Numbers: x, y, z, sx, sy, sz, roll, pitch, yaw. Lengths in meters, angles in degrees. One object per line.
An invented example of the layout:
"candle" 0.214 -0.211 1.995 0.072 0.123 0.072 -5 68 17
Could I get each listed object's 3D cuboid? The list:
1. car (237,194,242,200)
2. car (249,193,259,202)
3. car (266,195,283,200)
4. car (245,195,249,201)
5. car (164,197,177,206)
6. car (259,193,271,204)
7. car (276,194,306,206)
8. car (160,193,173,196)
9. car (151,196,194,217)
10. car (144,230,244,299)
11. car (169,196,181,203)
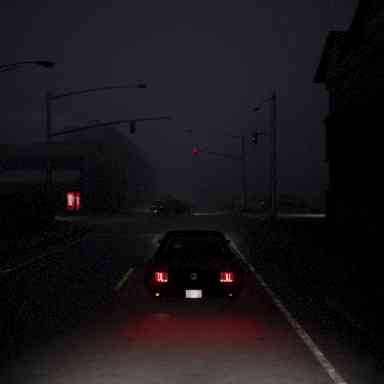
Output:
"car" 13.894 1.389 89.062 3.633 1.501 1.845 0 0 0
"car" 14.170 1.092 67.572 3.866 1.878 1.905 0 0 0
"car" 21.315 1.399 86.081 3.806 1.475 1.970 0 0 0
"car" 13.758 1.113 70.478 4.605 1.855 1.932 0 0 0
"car" -3.577 1.601 56.981 1.895 1.301 4.718 0 0 0
"car" 14.170 1.169 54.778 5.027 1.636 2.152 0 0 0
"car" 14.494 1.248 48.360 3.806 1.475 1.970 0 0 0
"car" -3.590 1.221 46.747 2.150 2.045 5.566 0 0 0
"car" -1.720 1.419 30.985 1.837 1.490 4.892 2 2 38
"car" 0.059 1.601 8.388 1.895 1.301 4.718 0 0 1
"car" -3.496 1.548 69.220 2.033 1.411 5.357 0 0 0
